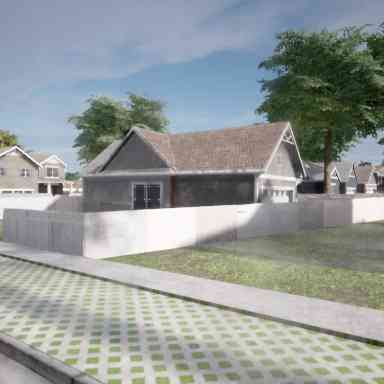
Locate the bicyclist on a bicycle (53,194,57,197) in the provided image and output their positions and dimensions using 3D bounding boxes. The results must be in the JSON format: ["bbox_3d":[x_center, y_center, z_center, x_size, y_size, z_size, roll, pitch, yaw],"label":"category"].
[{"bbox_3d":[-13.011,1.030,31.524,1.656,1.620,0.582,0,1,34],"label":"bicyclist on a bicycle"}]
